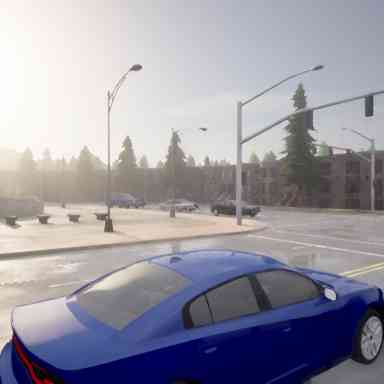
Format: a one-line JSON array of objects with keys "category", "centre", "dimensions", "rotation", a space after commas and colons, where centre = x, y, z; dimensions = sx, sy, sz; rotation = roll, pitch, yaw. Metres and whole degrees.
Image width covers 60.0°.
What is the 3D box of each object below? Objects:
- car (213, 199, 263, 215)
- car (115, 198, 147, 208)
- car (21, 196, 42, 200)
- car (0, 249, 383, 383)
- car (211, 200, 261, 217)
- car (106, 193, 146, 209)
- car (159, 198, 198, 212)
[{"category": "car", "centre": [4.752, 1.547, 35.243], "dimensions": [2.033, 1.411, 5.357], "rotation": [0, 0, -36]}, {"category": "car", "centre": [-9.090, 1.601, 49.620], "dimensions": [4.718, 1.301, 1.895], "rotation": [0, 0, 34]}, {"category": "car", "centre": [-29.903, 1.505, 60.676], "dimensions": [4.892, 1.490, 1.837], "rotation": [0, 0, 5]}, {"category": "car", "centre": [0.495, 1.478, 4.151], "dimensions": [5.008, 1.535, 1.882], "rotation": [0, 0, -35]}, {"category": "car", "centre": [3.792, 1.478, 30.596], "dimensions": [1.882, 1.535, 5.008], "rotation": [0, 0, -36]}, {"category": "car", "centre": [-9.458, 1.221, 45.623], "dimensions": [5.566, 2.045, 2.150], "rotation": [0, 0, 36]}, {"category": "car", "centre": [-1.811, 1.601, 38.072], "dimensions": [1.895, 1.301, 4.718], "rotation": [0, 0, -39]}]
